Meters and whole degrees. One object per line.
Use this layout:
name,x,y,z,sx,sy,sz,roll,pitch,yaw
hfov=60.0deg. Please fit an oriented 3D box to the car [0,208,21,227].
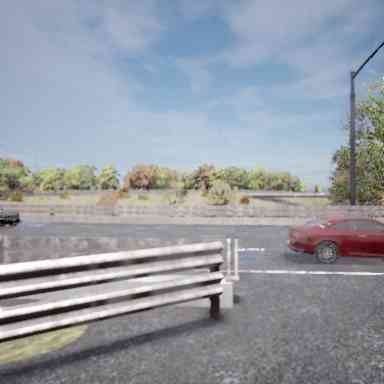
car,-13.343,1.474,21.184,5.008,1.535,1.882,0,0,16

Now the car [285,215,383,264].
car,5.465,1.481,10.845,4.674,1.442,1.812,0,0,5
